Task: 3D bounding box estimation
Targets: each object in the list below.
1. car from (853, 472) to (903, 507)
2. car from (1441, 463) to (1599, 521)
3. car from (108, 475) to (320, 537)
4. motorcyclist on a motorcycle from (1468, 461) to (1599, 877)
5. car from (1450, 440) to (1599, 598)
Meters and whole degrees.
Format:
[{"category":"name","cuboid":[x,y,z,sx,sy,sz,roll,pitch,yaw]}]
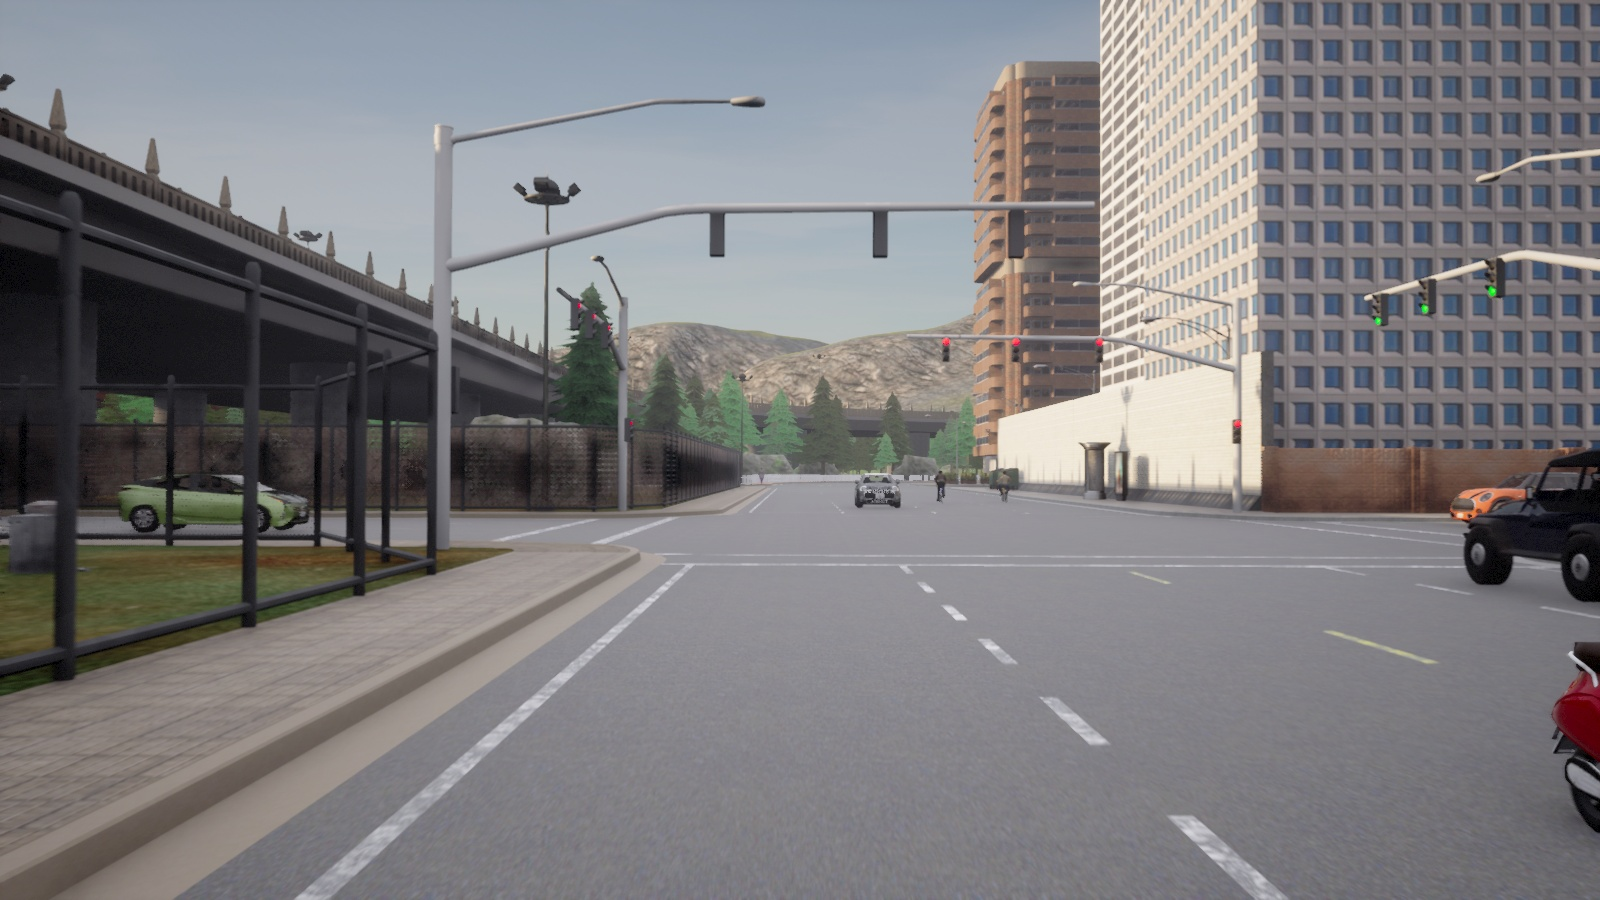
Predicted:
[{"category":"car","cuboid":[3.365,1.684,54.819,1.970,1.475,3.806,0,-1,0]},{"category":"car","cuboid":[22.950,1.297,39.461,4.553,1.767,2.097,0,-1,0]},{"category":"car","cuboid":[-14.972,1.418,32.282,4.514,1.525,2.007,0,-1,0]},{"category":"motorcyclist on a motorcycle","cuboid":[3.488,0.835,4.810,0.866,1.590,1.817,0,-1,0]},{"category":"car","cuboid":[10.458,0.843,16.400,1.905,1.878,3.866,0,-1,0]}]
